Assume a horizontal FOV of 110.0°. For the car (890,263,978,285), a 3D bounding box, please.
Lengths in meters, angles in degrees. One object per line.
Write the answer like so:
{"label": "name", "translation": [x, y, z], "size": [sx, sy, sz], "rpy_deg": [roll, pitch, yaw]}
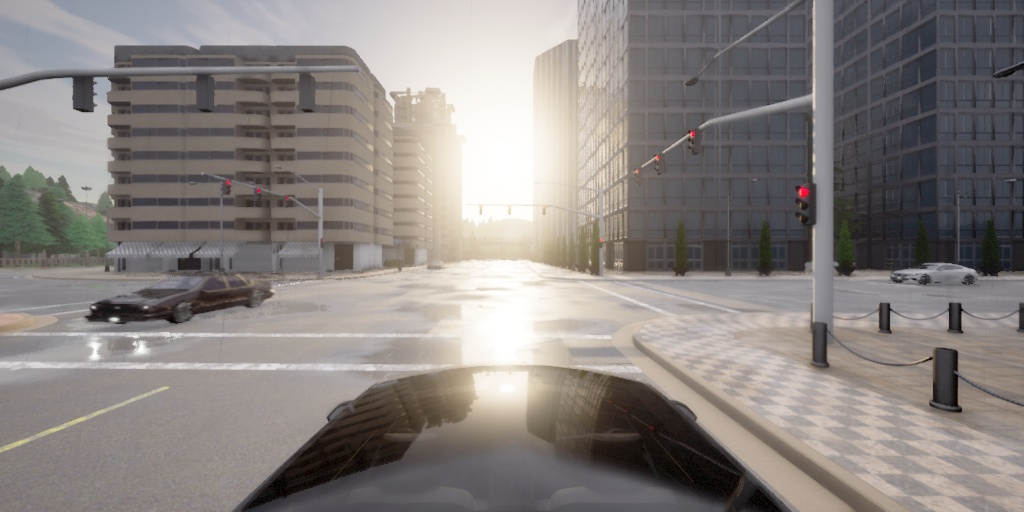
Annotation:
{"label": "car", "translation": [28.671, 1.208, 24.378], "size": [4.674, 1.442, 1.812], "rpy_deg": [0, 0, 0]}

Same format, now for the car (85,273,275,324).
{"label": "car", "translation": [-10.502, 1.293, 12.124], "size": [2.033, 1.411, 5.357], "rpy_deg": [0, 0, 0]}

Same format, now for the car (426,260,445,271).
{"label": "car", "translation": [-10.484, 1.304, 49.669], "size": [1.812, 1.442, 4.674], "rpy_deg": [0, 1, 0]}
